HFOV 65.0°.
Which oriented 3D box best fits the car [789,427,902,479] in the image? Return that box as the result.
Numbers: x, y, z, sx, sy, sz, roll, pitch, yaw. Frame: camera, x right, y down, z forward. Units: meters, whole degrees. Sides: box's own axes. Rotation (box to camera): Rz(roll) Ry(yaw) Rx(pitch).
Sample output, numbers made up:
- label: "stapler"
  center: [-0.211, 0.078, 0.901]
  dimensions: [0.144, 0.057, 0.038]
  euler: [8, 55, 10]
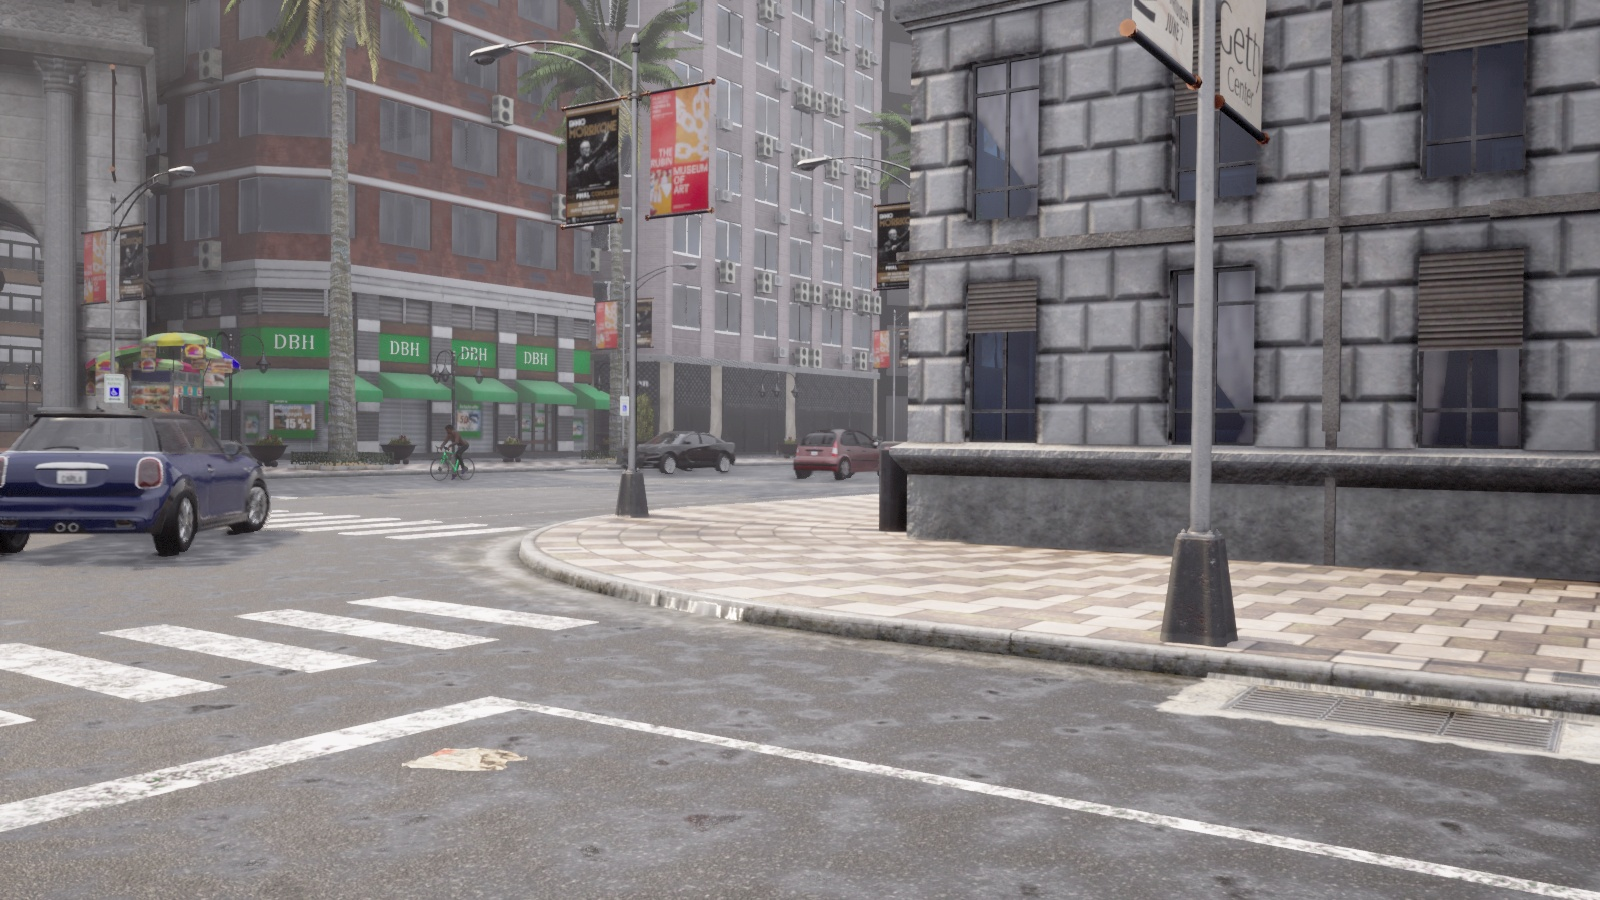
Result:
- label: "car"
  center: [1.547, 0.054, 41.105]
  dimensions: [1.851, 1.617, 3.988]
  euler: [0, 1, 34]

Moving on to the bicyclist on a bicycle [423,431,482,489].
- label: "bicyclist on a bicycle"
  center: [-10.070, 0.278, 36.448]
  dimensions: [0.582, 1.620, 1.656]
  euler: [0, 1, 34]

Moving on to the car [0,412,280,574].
- label: "car"
  center: [-8.393, 0.446, 16.131]
  dimensions: [2.097, 1.767, 4.553]
  euler: [-1, 1, -8]

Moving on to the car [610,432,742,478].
- label: "car"
  center: [-4.353, 0.136, 44.868]
  dimensions: [1.882, 1.535, 5.008]
  euler: [0, 1, 34]
